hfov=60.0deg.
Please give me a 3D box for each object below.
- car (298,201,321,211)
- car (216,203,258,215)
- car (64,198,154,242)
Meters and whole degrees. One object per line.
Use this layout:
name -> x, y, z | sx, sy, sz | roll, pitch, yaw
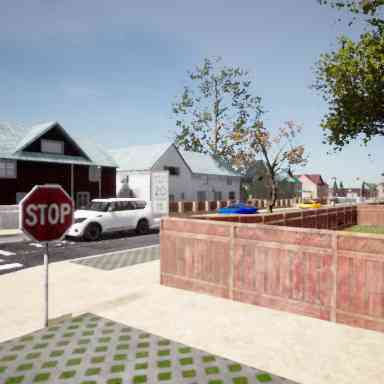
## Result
car -> 15.698, 1.919, 44.335 | 1.882, 1.535, 5.008 | 0, -1, 37
car -> 3.977, 1.739, 28.882 | 1.882, 1.535, 5.008 | 0, -1, 37
car -> -4.439, 1.347, 17.720 | 2.150, 2.045, 5.566 | 0, 0, 37
